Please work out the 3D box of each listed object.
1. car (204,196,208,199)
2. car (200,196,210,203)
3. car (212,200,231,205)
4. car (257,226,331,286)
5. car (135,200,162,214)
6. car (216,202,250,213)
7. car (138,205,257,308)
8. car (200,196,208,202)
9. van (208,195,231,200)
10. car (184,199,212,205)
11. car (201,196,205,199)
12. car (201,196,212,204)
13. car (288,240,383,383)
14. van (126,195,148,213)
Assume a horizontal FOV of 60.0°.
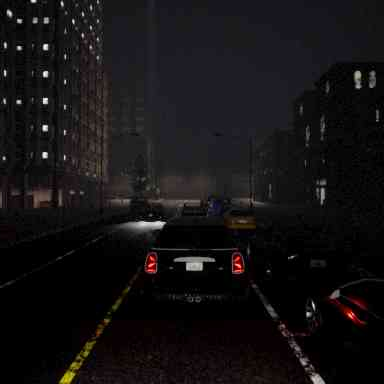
[{"bbox_3d":[2.688,1.446,36.119,1.967,1.590,4.097,1,0,0],"label":"car"},{"bbox_3d":[2.672,1.549,68.985,2.008,1.369,4.403,1,0,0],"label":"car"},{"bbox_3d":[2.691,1.556,25.163,2.008,1.369,4.403,1,0,0],"label":"car"},{"bbox_3d":[2.698,1.568,9.194,1.947,1.339,4.313,1,0,0],"label":"car"},{"bbox_3d":[-3.109,1.569,26.952,1.994,1.385,4.181,0,0,0],"label":"car"},{"bbox_3d":[2.694,1.530,19.855,1.752,1.417,4.829,1,0,0],"label":"car"},{"bbox_3d":[0.086,1.354,8.088,2.097,1.767,4.553,0,0,1],"label":"car"},{"bbox_3d":[2.791,1.576,79.937,1.802,1.307,4.206,1,0,0],"label":"car"},{"bbox_3d":[2.692,1.347,30.642,1.690,1.788,3.998,1,0,0],"label":"van"},{"bbox_3d":[0.088,1.497,24.325,2.128,1.511,4.902,0,0,0],"label":"car"},{"bbox_3d":[2.688,1.321,41.597,2.192,1.841,5.009,1,0,0],"label":"car"},{"bbox_3d":[2.674,1.566,63.507,1.947,1.339,4.313,1,0,0],"label":"car"},{"bbox_3d":[2.700,1.567,3.650,1.947,1.339,4.313,1,0,0],"label":"car"},{"bbox_3d":[-5.690,1.347,36.112,1.690,1.788,3.998,1,0,0],"label":"van"}]
